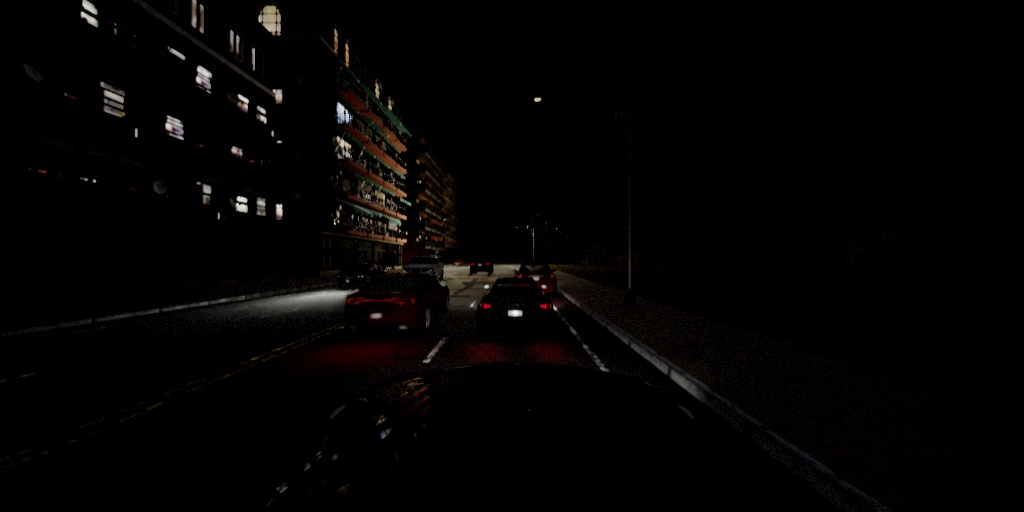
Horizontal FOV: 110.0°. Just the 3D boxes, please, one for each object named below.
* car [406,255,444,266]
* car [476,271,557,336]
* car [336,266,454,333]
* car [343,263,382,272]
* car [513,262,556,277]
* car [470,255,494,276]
[{"bbox_3d":[-6.592,0.961,27.289,2.150,2.045,5.566,0,0,0],"label":"car"},{"bbox_3d":[0.098,1.311,10.402,1.994,1.385,4.181,0,0,1],"label":"car"},{"bbox_3d":[-3.146,1.224,10.789,1.882,1.535,5.008,0,0,0],"label":"car"},{"bbox_3d":[-9.843,1.233,23.899,2.128,1.511,4.902,0,0,0],"label":"car"},{"bbox_3d":[1.143,1.095,19.090,2.097,1.767,4.553,0,0,0],"label":"car"},{"bbox_3d":[-3.139,0.957,37.832,2.150,2.045,5.566,0,0,0],"label":"car"}]
